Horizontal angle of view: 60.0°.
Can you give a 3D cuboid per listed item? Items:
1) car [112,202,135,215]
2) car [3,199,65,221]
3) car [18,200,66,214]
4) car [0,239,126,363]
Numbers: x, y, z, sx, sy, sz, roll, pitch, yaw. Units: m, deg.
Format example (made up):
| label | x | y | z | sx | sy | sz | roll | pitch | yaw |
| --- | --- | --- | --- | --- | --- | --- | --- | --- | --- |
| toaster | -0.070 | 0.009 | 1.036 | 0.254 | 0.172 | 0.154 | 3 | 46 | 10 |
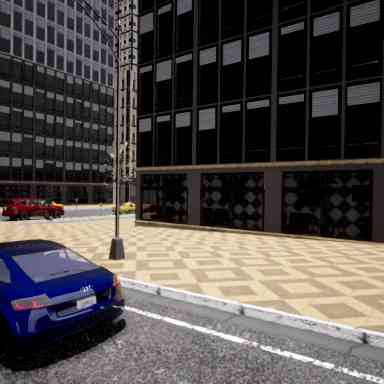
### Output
| label | x | y | z | sx | sy | sz | roll | pitch | yaw |
| --- | --- | --- | --- | --- | --- | --- | --- | --- | --- |
| car | -7.013 | 1.830 | 38.383 | 1.752 | 1.417 | 4.829 | 1 | 0 | 36 |
| car | -13.778 | 1.520 | 29.147 | 2.192 | 1.841 | 5.009 | 1 | 0 | 36 |
| car | -17.308 | 1.643 | 38.510 | 1.752 | 1.417 | 4.829 | 1 | 0 | 36 |
| car | -3.181 | 1.561 | 5.935 | 4.181 | 1.385 | 1.994 | 0 | 0 | 34 |
